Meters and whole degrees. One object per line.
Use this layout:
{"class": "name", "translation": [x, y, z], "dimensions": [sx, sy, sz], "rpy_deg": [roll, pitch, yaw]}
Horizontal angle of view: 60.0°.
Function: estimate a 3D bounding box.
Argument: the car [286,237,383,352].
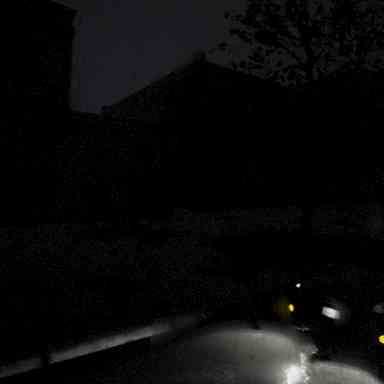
{"class": "car", "translation": [3.633, 1.563, 5.968], "dimensions": [4.181, 1.385, 1.994], "rpy_deg": [0, 0, -35]}
